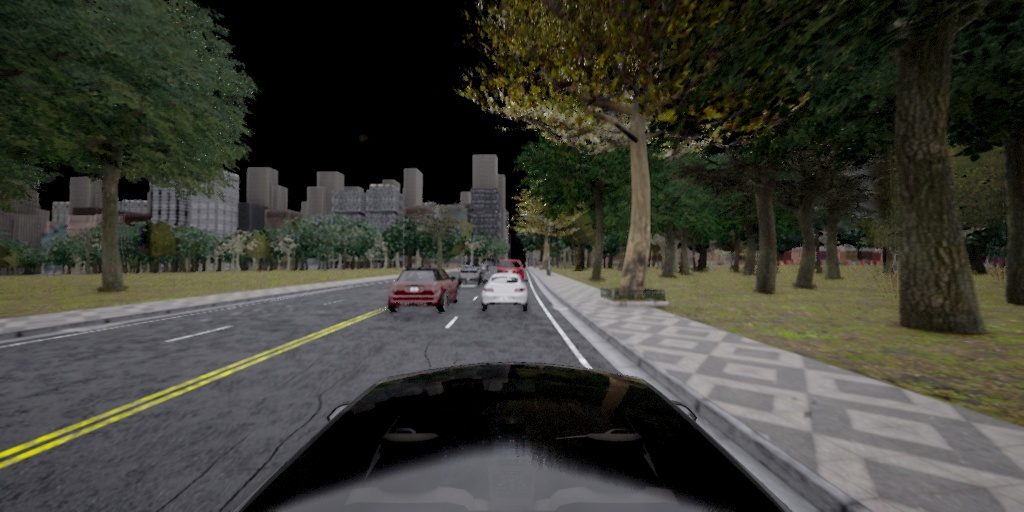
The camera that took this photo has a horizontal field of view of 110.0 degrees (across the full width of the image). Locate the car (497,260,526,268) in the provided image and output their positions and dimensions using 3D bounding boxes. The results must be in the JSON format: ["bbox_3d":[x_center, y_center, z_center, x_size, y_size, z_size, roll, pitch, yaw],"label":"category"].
[{"bbox_3d":[-0.065,1.326,29.110,2.150,2.045,5.566,0,-1,2],"label":"car"}]

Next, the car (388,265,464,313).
[{"bbox_3d":[-3.521,1.261,15.118,2.097,1.767,4.553,0,-1,1],"label":"car"}]

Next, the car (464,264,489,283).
[{"bbox_3d":[-3.276,1.612,30.128,2.128,1.511,4.902,0,-1,2],"label":"car"}]

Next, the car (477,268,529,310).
[{"bbox_3d":[-0.265,1.439,15.573,1.812,1.442,4.674,0,-1,1],"label":"car"}]
